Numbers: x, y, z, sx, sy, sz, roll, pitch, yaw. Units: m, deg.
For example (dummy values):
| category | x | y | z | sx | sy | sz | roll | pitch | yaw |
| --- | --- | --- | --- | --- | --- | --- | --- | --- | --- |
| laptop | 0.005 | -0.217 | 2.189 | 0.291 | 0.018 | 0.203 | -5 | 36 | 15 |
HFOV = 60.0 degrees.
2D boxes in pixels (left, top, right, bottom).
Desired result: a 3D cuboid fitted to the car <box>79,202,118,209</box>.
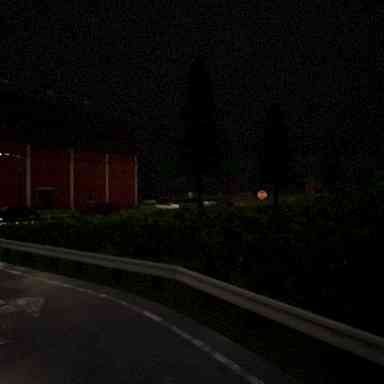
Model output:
| category | x | y | z | sx | sy | sz | roll | pitch | yaw |
| --- | --- | --- | --- | --- | --- | --- | --- | --- | --- |
| car | -10.470 | 1.927 | 37.541 | 1.882 | 1.535 | 5.008 | -1 | -1 | 37 |

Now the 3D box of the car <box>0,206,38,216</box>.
| category | x | y | z | sx | sy | sz | roll | pitch | yaw |
| --- | --- | --- | --- | --- | --- | --- | --- | --- | --- |
| car | -16.192 | 1.959 | 29.946 | 1.812 | 1.442 | 4.674 | -1 | -1 | 37 |

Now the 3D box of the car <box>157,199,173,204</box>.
| category | x | y | z | sx | sy | sz | roll | pitch | yaw |
| --- | --- | --- | --- | --- | --- | --- | --- | --- | --- |
| car | -4.098 | 2.067 | 45.950 | 1.895 | 1.301 | 4.718 | -1 | -1 | 37 |

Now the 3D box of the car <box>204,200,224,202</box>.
| category | x | y | z | sx | sy | sz | roll | pitch | yaw |
| --- | --- | --- | --- | --- | --- | --- | --- | --- | --- |
| car | 2.580 | 1.996 | 48.816 | 1.994 | 1.385 | 4.181 | -1 | -1 | 37 |
